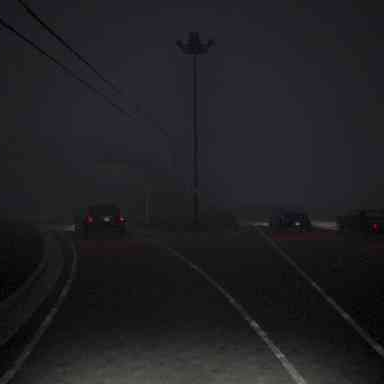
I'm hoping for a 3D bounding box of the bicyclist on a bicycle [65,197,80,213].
[{"bbox_3d":[-12.463,1.386,34.684,0.582,1.620,1.656,0,0,39],"label":"bicyclist on a bicycle"}]

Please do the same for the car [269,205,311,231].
[{"bbox_3d":[5.853,1.514,20.132,1.812,1.442,4.674,0,0,5],"label":"car"}]

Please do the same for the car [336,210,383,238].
[{"bbox_3d":[9.127,1.571,17.249,1.895,1.301,4.718,0,0,5],"label":"car"}]

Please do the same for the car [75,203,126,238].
[{"bbox_3d":[-5.148,1.390,18.320,2.097,1.767,4.553,0,0,-26],"label":"car"}]
